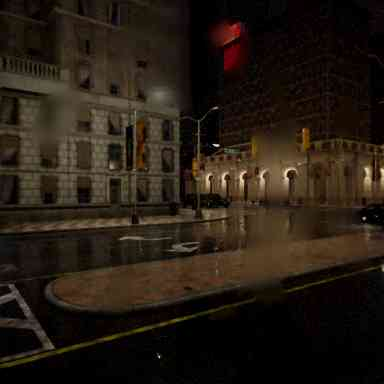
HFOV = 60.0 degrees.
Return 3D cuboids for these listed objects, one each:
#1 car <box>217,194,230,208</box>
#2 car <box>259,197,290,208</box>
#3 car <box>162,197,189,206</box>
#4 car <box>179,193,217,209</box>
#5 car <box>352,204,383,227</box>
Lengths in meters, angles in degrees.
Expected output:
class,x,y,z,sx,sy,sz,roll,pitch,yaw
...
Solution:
class,x,y,z,sx,sy,sz,roll,pitch,yaw
car,3.074,1.215,48.473,2.150,2.045,5.566,0,0,-36
car,11.951,1.483,48.409,2.128,1.511,4.902,0,0,-36
car,-2.846,1.541,56.842,2.033,1.411,5.357,0,0,-34
car,0.584,1.216,45.934,2.150,2.045,5.566,0,0,-35
car,12.910,1.559,22.931,4.181,1.385,1.994,0,0,-35
